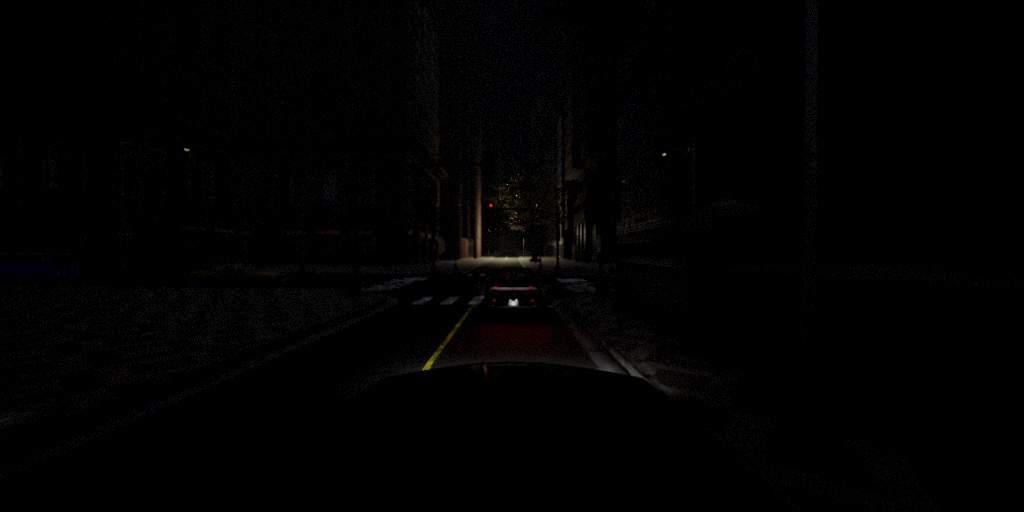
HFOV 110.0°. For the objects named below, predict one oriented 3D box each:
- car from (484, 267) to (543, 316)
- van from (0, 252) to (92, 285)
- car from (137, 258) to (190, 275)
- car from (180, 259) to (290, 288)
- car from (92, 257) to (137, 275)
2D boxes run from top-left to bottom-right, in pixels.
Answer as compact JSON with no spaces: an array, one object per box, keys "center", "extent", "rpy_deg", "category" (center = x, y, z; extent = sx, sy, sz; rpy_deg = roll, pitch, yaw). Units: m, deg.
[{"center":[0.057,1.149,12.872],"extent":[2.128,1.511,4.902],"rpy_deg":[0,0,0],"category":"car"},{"center":[-26.349,0.690,19.815],"extent":[3.998,1.789,1.690],"rpy_deg":[0,0,0],"category":"van"},{"center":[-26.307,0.843,28.341],"extent":[4.313,1.339,1.948],"rpy_deg":[0,0,0],"category":"car"},{"center":[-14.938,0.996,19.748],"extent":[4.829,1.417,1.751],"rpy_deg":[0,0,0],"category":"car"},{"center":[-31.925,0.752,28.373],"extent":[4.507,1.381,1.888],"rpy_deg":[0,0,0],"category":"car"}]
